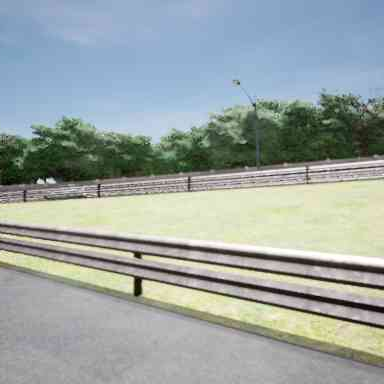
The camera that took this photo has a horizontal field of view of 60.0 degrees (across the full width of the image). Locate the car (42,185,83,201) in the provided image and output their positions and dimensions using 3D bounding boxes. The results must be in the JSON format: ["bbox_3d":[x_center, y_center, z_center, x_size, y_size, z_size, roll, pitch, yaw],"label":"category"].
[{"bbox_3d":[-16.907,0.164,43.381,5.566,2.045,2.150,-4,-2,20],"label":"car"}]
